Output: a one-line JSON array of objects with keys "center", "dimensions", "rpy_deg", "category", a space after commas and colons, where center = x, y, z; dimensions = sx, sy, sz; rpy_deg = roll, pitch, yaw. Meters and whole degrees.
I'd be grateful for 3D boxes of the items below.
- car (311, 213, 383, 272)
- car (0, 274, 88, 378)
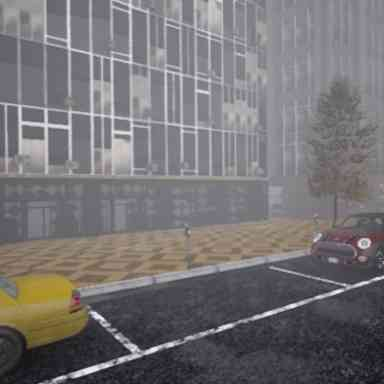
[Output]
[{"center": [5.620, 1.401, 10.581], "dimensions": [4.097, 1.590, 1.967], "rpy_deg": [0, 0, -36], "category": "car"}, {"center": [-3.772, 1.529, 3.879], "dimensions": [4.829, 1.417, 1.752], "rpy_deg": [0, 0, -36], "category": "car"}]
